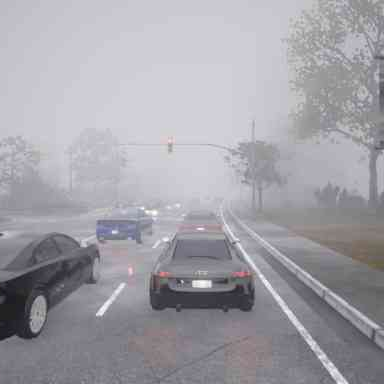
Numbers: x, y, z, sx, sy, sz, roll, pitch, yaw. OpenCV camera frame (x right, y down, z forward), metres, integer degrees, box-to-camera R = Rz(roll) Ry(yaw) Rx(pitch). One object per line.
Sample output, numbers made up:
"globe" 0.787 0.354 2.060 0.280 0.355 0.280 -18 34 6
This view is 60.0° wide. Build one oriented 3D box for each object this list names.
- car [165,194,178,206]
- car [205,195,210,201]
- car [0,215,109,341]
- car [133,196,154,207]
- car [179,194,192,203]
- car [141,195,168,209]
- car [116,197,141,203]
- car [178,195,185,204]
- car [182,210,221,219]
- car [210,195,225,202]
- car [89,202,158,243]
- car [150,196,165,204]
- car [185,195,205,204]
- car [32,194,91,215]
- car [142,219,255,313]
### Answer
"car" -4.034 1.505 53.771 1.837 1.490 4.892 0 0 7
"car" 3.896 1.500 84.250 1.837 1.490 4.892 0 0 10
"car" -3.304 1.478 6.615 1.882 1.535 5.008 0 0 1
"car" -7.675 1.491 52.619 2.128 1.511 4.902 0 0 6
"car" -1.465 1.355 73.058 2.097 1.767 4.553 0 0 8
"car" -4.966 1.491 44.517 2.128 1.511 4.902 0 0 5
"car" -8.578 1.491 43.436 2.128 1.511 4.902 0 0 5
"car" -2.914 1.601 62.896 1.895 1.301 4.718 0 0 8
"car" 0.438 1.564 16.179 1.994 1.385 4.181 0 0 2
"car" 5.802 1.472 74.258 1.882 1.535 5.008 0 0 9
"car" -3.070 1.478 16.014 1.882 1.535 5.008 0 0 2
"car" -6.486 1.564 62.559 1.994 1.385 4.181 0 0 7
"car" 0.555 1.491 61.101 2.128 1.511 4.902 0 0 7
"car" -12.897 1.224 33.016 5.566 2.045 2.150 0 0 -1
"car" 0.215 1.564 7.778 1.994 1.385 4.181 0 0 1
